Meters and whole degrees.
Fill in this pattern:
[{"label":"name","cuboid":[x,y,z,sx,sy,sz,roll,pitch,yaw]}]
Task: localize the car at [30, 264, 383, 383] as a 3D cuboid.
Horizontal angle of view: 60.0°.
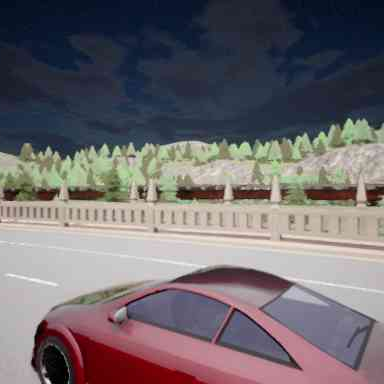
[{"label":"car","cuboid":[0.108,1.551,3.667,4.181,1.385,1.994,0,0,35]}]
